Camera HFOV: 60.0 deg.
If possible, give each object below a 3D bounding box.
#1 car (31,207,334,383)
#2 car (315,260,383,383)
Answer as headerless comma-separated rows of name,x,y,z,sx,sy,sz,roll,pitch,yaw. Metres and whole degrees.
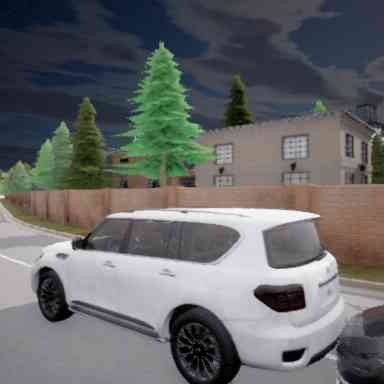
car,-0.491,1.269,5.597,5.566,2.045,2.150,0,-1,38
car,3.710,1.524,2.465,4.892,1.490,1.837,0,-1,35
